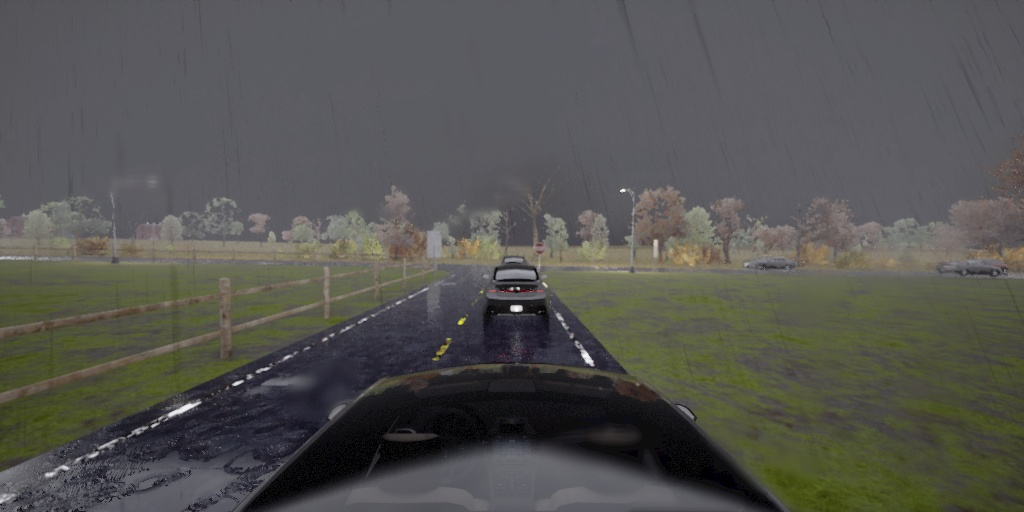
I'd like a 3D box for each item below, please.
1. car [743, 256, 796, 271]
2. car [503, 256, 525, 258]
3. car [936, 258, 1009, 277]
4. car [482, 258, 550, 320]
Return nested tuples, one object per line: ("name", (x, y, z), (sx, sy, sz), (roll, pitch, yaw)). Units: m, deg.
("car", (27.069, 0.787, 37.728), (4.902, 1.511, 2.128), (1, 2, 0))
("car", (0.154, 0.719, 22.119), (1.837, 1.490, 4.892), (0, 1, 2))
("car", (44.340, 1.209, 34.802), (4.902, 1.511, 2.128), (1, 2, 1))
("car", (0.106, 1.000, 11.425), (1.837, 1.490, 4.892), (0, 2, 0))
